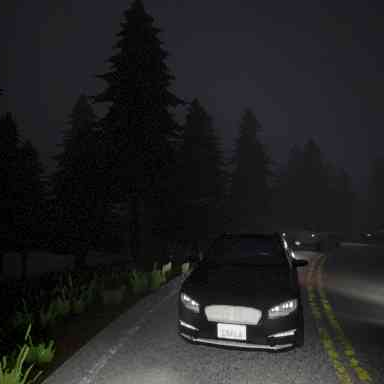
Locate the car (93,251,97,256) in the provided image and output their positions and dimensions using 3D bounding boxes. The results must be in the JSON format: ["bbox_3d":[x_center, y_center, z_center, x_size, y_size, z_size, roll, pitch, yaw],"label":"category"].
[{"bbox_3d":[-20.298,13.650,72.940,4.181,1.381,1.994,-2,-5,31],"label":"car"}]

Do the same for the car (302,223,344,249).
[{"bbox_3d":[6.466,2.305,17.645,1.895,1.301,4.718,-3,-6,39],"label":"car"}]

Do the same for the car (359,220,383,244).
[{"bbox_3d":[15.788,3.221,26.432,5.566,2.045,2.150,8,-8,-28],"label":"car"}]

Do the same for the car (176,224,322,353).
[{"bbox_3d":[1.129,1.561,6.581,2.128,1.511,4.902,-1,-2,15],"label":"car"}]
